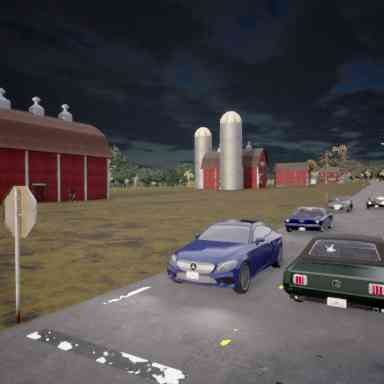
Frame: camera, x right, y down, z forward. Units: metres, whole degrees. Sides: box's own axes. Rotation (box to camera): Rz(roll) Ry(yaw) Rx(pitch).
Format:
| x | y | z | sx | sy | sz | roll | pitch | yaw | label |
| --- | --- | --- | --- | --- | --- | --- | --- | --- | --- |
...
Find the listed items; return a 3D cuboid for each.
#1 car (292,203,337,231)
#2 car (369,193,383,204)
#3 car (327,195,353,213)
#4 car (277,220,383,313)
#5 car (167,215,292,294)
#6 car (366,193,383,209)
| x | y | z | sx | sy | sz | roll | pitch | yaw | label |
| --- | --- | --- | --- | --- | --- | --- | --- | --- | --- |
| 6.567 | 1.502 | 18.437 | 1.895 | 1.301 | 4.718 | 0 | 1 | 30 | car |
| 24.144 | 0.815 | 43.129 | 1.895 | 1.301 | 4.718 | 0 | 1 | 30 | car |
| 13.782 | 1.088 | 30.867 | 2.128 | 1.511 | 4.902 | 0 | 1 | 30 | car |
| 3.587 | 1.592 | 7.595 | 1.895 | 1.301 | 4.718 | 0 | 0 | 30 | car |
| 1.180 | 1.515 | 9.126 | 1.812 | 1.442 | 4.674 | 0 | 0 | 30 | car |
| 19.200 | 1.056 | 34.471 | 1.895 | 1.301 | 4.718 | 0 | 1 | 30 | car |
